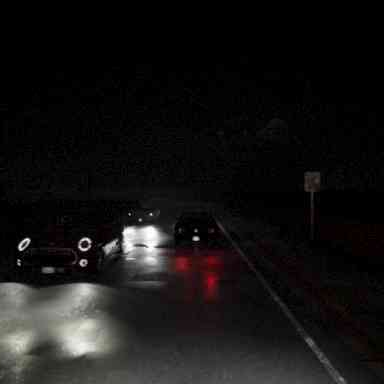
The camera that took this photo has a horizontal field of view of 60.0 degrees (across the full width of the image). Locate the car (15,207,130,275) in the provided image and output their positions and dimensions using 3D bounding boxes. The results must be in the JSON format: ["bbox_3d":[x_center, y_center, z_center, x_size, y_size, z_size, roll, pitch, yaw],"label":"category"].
[{"bbox_3d":[-3.544,1.346,10.477,2.097,1.767,4.553,0,0,0],"label":"car"}]

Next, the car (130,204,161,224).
[{"bbox_3d":[-3.445,1.593,24.540,1.895,1.301,4.718,0,0,1],"label":"car"}]

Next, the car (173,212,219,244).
[{"bbox_3d":[0.185,1.598,15.733,1.895,1.301,4.718,0,0,0],"label":"car"}]

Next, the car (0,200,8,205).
[{"bbox_3d":[-20.678,1.494,34.074,1.812,1.442,4.674,0,0,1],"label":"car"}]
